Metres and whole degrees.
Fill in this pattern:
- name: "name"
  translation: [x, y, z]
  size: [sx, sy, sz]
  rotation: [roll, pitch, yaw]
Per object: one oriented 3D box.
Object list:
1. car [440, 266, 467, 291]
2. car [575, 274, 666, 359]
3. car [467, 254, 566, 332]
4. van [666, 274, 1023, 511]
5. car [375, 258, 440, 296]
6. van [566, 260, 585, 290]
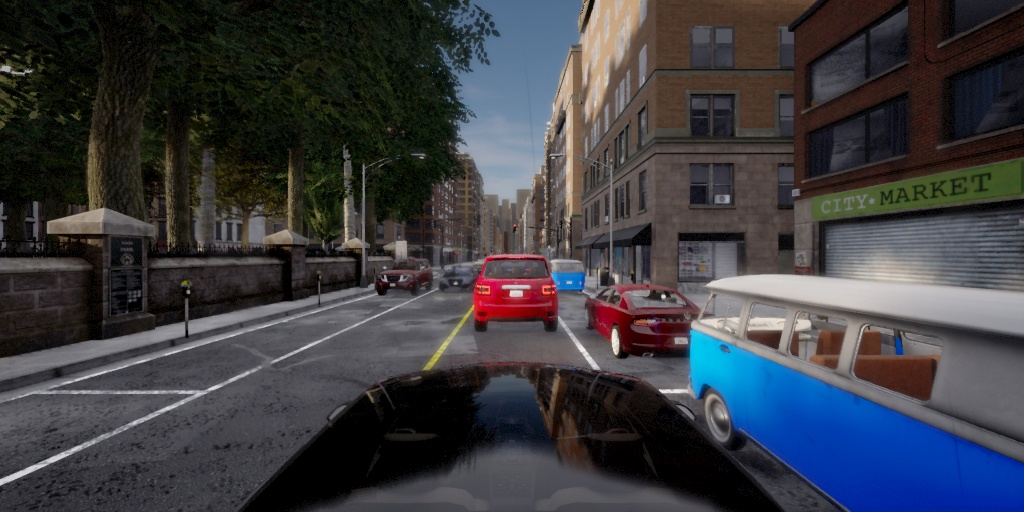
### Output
- name: "car"
  translation: [-3.073, 1.307, 21.514]
  size: [1.994, 1.385, 4.181]
  rotation: [0, 0, 0]
- name: "car"
  translation: [2.855, 1.294, 8.277]
  size: [1.888, 1.381, 4.507]
  rotation: [0, 0, 0]
- name: "car"
  translation: [0.096, 0.970, 11.036]
  size: [2.150, 2.045, 5.566]
  rotation: [0, 0, 0]
- name: "van"
  translation: [2.856, 1.091, 2.616]
  size: [1.690, 1.789, 3.998]
  rotation: [0, 0, 0]
- name: "car"
  translation: [-5.671, 1.059, 19.557]
  size: [2.192, 1.841, 5.009]
  rotation: [0, 0, 0]
- name: "van"
  translation: [2.854, 1.085, 19.598]
  size: [1.690, 1.789, 3.998]
  rotation: [0, 0, 0]
